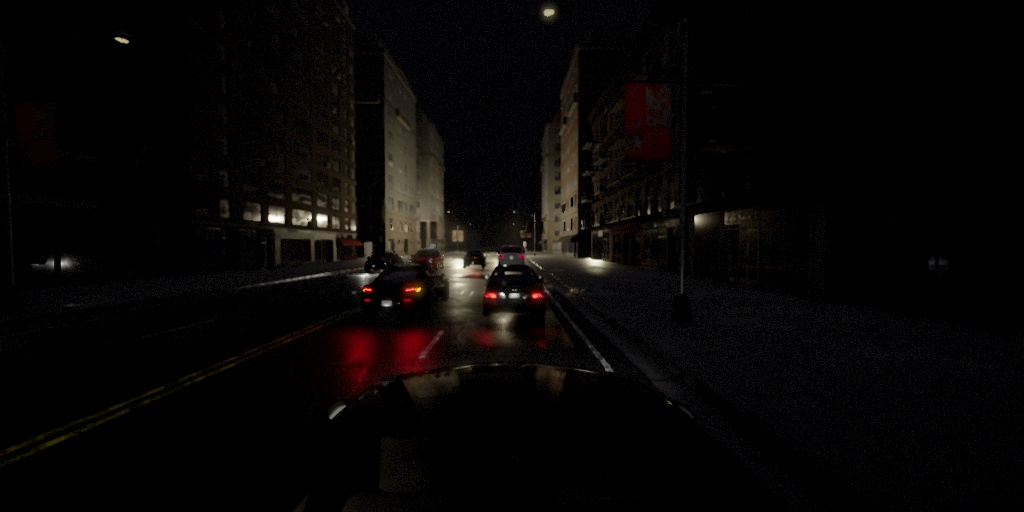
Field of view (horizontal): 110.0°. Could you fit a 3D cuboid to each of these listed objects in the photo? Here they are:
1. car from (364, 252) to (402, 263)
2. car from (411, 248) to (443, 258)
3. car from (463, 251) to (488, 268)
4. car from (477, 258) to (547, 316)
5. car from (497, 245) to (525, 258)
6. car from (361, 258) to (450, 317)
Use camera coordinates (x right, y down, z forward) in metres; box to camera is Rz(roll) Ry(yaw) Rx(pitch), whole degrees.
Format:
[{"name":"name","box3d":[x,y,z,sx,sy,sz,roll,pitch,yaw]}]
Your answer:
[{"name":"car","box3d":[-9.999,0.433,28.251,1.837,1.490,4.892,0,1,0]},{"name":"car","box3d":[-6.749,0.275,28.322,2.097,1.767,4.553,0,2,0]},{"name":"car","box3d":[-3.318,0.297,32.582,1.837,1.490,4.892,0,1,-1]},{"name":"car","box3d":[0.047,0.985,11.712,2.033,1.411,5.357,0,2,0]},{"name":"car","box3d":[-0.057,0.091,30.226,2.150,2.045,5.566,0,2,0]},{"name":"car","box3d":[-3.202,0.971,11.430,1.812,1.442,4.674,0,2,0]}]
